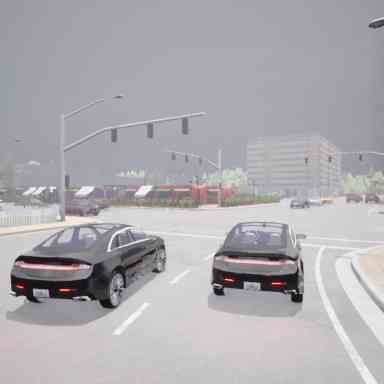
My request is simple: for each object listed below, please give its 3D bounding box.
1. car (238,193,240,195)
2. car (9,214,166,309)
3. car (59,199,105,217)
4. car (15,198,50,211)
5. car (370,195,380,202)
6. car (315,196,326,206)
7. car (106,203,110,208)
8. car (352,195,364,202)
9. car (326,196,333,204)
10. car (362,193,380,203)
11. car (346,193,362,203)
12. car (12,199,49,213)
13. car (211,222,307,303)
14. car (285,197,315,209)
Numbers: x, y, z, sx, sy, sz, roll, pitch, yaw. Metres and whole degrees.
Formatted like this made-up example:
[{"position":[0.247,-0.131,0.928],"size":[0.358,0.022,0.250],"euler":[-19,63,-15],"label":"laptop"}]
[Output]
[{"position":[11.527,1.209,88.628],"size":[4.605,1.855,1.932],"euler":[0,0,32],"label":"car"},{"position":[-2.035,1.492,7.980],"size":[2.128,1.511,4.902],"euler":[0,0,12],"label":"car"},{"position":[-11.003,1.619,32.491],"size":[4.181,1.385,1.994],"euler":[0,0,33],"label":"car"},{"position":[-20.365,1.581,42.508],"size":[4.674,1.442,1.812],"euler":[0,0,32],"label":"car"},{"position":[42.463,1.524,77.297],"size":[1.812,1.442,4.674],"euler":[0,0,32],"label":"car"},{"position":[20.318,1.526,54.846],"size":[1.812,1.442,4.674],"euler":[0,0,32],"label":"car"},{"position":[-12.888,1.603,42.185],"size":[5.357,1.411,2.033],"euler":[0,0,32],"label":"car"},{"position":[39.702,1.540,79.488],"size":[2.033,1.411,5.357],"euler":[0,0,32],"label":"car"},{"position":[25.683,1.478,63.429],"size":[1.882,1.535,5.008],"euler":[0,0,32],"label":"car"},{"position":[36.910,1.225,68.284],"size":[2.150,2.045,5.566],"euler":[0,0,32],"label":"car"},{"position":[34.124,1.225,70.434],"size":[2.150,2.045,5.566],"euler":[0,0,32],"label":"car"},{"position":[-18.117,1.619,36.966],"size":[4.181,1.385,1.994],"euler":[0,0,32],"label":"car"},{"position":[1.783,1.492,8.358],"size":[2.128,1.511,4.902],"euler":[0,0,17],"label":"car"},{"position":[15.146,1.491,46.470],"size":[2.128,1.511,4.902],"euler":[0,0,32],"label":"car"}]
